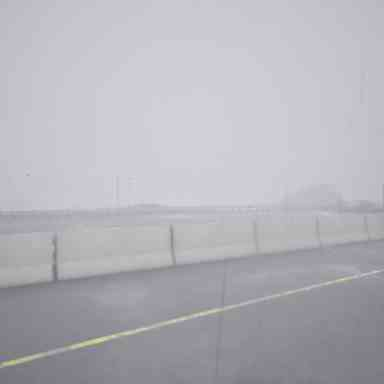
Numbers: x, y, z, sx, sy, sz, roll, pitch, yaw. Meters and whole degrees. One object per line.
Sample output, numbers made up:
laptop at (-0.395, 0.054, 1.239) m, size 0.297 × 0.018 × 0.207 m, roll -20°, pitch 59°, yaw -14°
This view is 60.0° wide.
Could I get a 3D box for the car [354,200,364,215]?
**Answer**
car at (16.944, 1.512, 33.684) m, size 4.674 × 1.442 × 1.812 m, roll 0°, pitch 0°, yaw -25°
